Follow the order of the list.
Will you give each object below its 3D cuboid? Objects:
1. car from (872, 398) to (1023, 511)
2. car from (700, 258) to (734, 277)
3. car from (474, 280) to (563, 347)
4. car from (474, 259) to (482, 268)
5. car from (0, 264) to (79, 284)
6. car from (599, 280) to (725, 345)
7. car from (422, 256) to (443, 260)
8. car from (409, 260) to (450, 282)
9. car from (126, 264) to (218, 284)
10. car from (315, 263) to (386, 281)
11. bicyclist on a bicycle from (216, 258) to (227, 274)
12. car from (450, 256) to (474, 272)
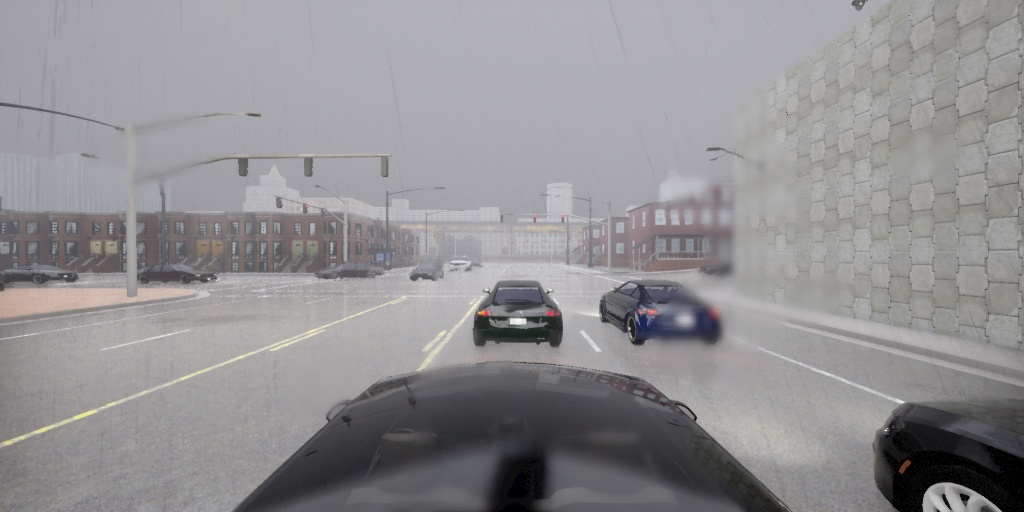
[{"bbox_3d":[3.584,1.255,0.624,1.837,1.490,4.892,0,0,1],"label":"car"},{"bbox_3d":[18.535,0.854,29.630,5.357,1.411,2.033,-5,0,1],"label":"car"},{"bbox_3d":[0.164,1.314,9.377,1.994,1.385,4.181,0,0,1],"label":"car"},{"bbox_3d":[-6.325,1.297,62.813,2.033,1.411,5.357,0,0,1],"label":"car"},{"bbox_3d":[-34.853,1.314,26.410,4.181,1.385,1.994,0,0,1],"label":"car"},{"bbox_3d":[3.668,1.314,9.536,1.994,1.385,4.181,0,0,1],"label":"car"},{"bbox_3d":[-10.069,0.968,45.509,2.150,2.045,5.566,0,0,1],"label":"car"},{"bbox_3d":[-6.768,1.297,29.256,2.033,1.411,5.357,0,0,1],"label":"car"},{"bbox_3d":[-24.888,1.297,26.319,5.357,1.411,2.033,0,0,0],"label":"car"},{"bbox_3d":[-13.677,1.297,30.629,5.357,1.411,2.033,0,0,-40],"label":"car"},{"bbox_3d":[-30.389,1.053,37.354,0.582,1.620,1.656,0,0,1],"label":"bicyclist on a bicycle"},{"bbox_3d":[-6.563,0.972,45.973,2.150,2.045,5.566,0,0,1],"label":"car"}]
